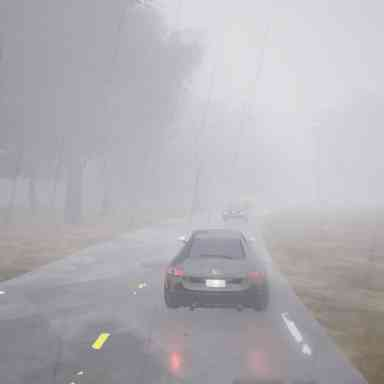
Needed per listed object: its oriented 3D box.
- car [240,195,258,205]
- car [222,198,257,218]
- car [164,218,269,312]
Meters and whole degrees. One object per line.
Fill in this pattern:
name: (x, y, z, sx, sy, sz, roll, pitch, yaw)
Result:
car: (7.500, 1.126, 44.903, 1.882, 1.535, 5.008, -1, 1, 27)
car: (3.488, 1.425, 25.178, 2.033, 1.411, 5.357, 0, 0, 15)
car: (0.584, 1.550, 7.786, 1.994, 1.385, 4.181, 0, 0, 5)
